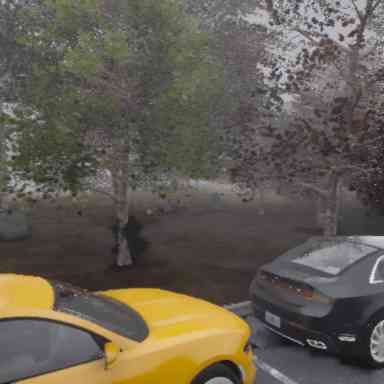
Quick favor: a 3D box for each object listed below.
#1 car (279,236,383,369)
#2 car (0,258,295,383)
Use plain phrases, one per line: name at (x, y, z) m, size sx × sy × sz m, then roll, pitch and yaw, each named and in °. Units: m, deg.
car at (3.285, 1.503, 5.648) m, size 4.892 × 1.521 × 2.231 m, roll 1°, pitch 0°, yaw -26°
car at (-1.664, 1.476, 2.738) m, size 5.008 × 1.535 × 2.097 m, roll 0°, pitch 0°, yaw -34°
